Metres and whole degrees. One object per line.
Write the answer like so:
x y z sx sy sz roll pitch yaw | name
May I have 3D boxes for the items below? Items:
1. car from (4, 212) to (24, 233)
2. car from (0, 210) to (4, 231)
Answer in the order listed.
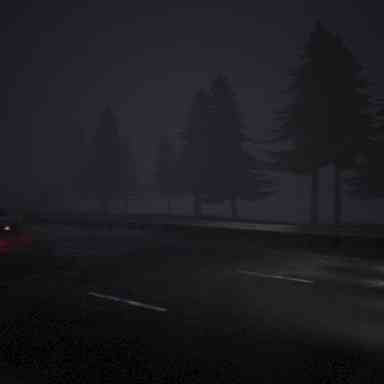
-11.314 1.528 17.514 4.718 1.301 1.895 0 0 22 | car
-10.482 1.491 13.437 5.357 1.411 2.033 0 0 24 | car
